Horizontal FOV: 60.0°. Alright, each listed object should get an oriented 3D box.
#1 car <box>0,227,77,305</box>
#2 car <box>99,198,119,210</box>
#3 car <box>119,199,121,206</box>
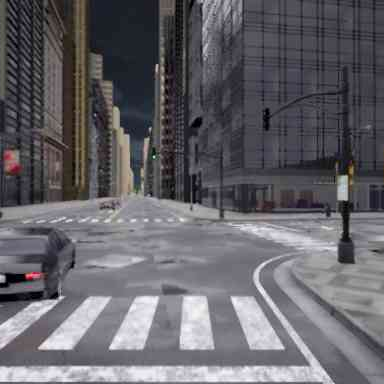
[{"bbox_3d":[-4.048,1.597,8.313,2.033,1.411,5.357,0,0,-14],"label":"car"},{"bbox_3d":[-11.867,1.869,46.956,1.994,1.385,4.181,0,0,-9],"label":"car"},{"bbox_3d":[-14.425,1.919,62.920,2.128,1.511,4.902,0,0,-9],"label":"car"}]
